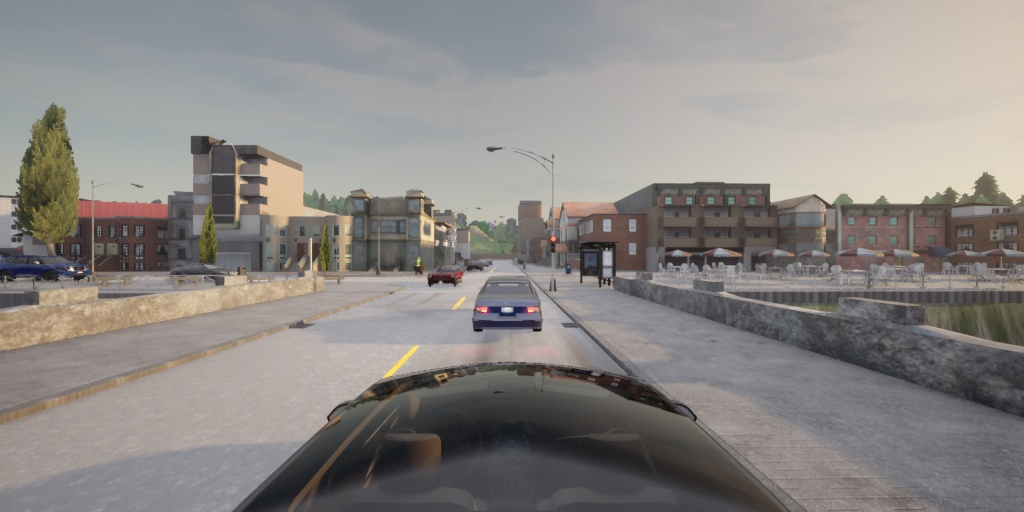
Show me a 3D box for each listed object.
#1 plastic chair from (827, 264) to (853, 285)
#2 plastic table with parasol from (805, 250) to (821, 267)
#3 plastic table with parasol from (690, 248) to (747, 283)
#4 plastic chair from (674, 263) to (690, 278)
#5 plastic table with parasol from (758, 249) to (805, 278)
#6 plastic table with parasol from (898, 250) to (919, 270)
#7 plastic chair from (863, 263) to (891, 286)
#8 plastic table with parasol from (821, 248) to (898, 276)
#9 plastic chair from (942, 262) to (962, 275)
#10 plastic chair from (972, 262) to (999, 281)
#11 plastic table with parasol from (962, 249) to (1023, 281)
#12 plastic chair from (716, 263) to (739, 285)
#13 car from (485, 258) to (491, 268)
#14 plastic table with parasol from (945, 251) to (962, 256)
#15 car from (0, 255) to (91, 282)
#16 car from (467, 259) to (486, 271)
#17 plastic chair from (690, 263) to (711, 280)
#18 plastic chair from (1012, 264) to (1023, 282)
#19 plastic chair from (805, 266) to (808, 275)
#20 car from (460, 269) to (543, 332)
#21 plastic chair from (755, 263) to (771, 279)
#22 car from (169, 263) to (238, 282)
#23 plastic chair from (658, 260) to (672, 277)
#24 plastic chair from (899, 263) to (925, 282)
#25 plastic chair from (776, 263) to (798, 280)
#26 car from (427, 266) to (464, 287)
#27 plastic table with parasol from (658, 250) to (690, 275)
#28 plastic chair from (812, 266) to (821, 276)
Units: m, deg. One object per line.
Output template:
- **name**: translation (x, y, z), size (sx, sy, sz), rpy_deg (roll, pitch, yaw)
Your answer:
- **plastic chair**: translation (22.209, 1.279, 24.318), size (0.730, 1.272, 0.750), rpy_deg (0, 0, -1)
- **plastic table with parasol**: translation (29.666, 0.675, 35.307), size (2.482, 2.480, 2.482), rpy_deg (0, 0, -1)
- **plastic table with parasol**: translation (14.759, 0.675, 25.560), size (2.482, 2.480, 2.482), rpy_deg (0, 0, -1)
- **plastic chair**: translation (15.285, 1.279, 32.109), size (0.750, 1.272, 0.730), rpy_deg (0, 0, -1)
- **plastic table with parasol**: translation (22.412, 0.675, 30.472), size (2.482, 2.480, 2.482), rpy_deg (0, 0, -1)
- **plastic table with parasol**: translation (30.058, 0.675, 28.222), size (2.482, 2.480, 2.482), rpy_deg (0, 0, -1)
- **plastic chair**: translation (23.331, 1.279, 22.935), size (0.750, 1.272, 0.730), rpy_deg (0, 0, -1)
- **plastic table with parasol**: translation (23.410, 0.675, 24.287), size (2.482, 2.480, 2.482), rpy_deg (0, 0, -1)
- **plastic chair**: translation (44.916, 1.279, 36.679), size (0.730, 1.272, 0.750), rpy_deg (0, 0, -1)
- **plastic chair**: translation (36.224, 1.279, 27.438), size (0.730, 1.272, 0.750), rpy_deg (0, 0, -1)
- **plastic table with parasol**: translation (37.353, 0.675, 27.368), size (2.482, 2.480, 2.482), rpy_deg (0, 0, -1)
- **plastic chair**: translation (14.609, 1.279, 24.297), size (0.750, 1.272, 0.730), rpy_deg (0, 0, -1)
- **car**: translation (-5.077, 1.275, 62.578), size (1.812, 1.442, 4.674), rpy_deg (0, 0, -1)
- **plastic table with parasol**: translation (46.118, 0.675, 36.578), size (2.482, 2.480, 2.482), rpy_deg (0, 0, -1)
- **car**: translation (-36.796, 0.973, 28.233), size (5.566, 2.045, 2.150), rpy_deg (0, 0, 0)
- **car**: translation (-4.864, 1.351, 47.648), size (1.895, 1.301, 4.718), rpy_deg (0, 0, -1)
- **plastic chair**: translation (13.487, 1.279, 25.680), size (0.730, 1.272, 0.750), rpy_deg (0, 0, -1)
- **plastic chair**: translation (37.384, 1.279, 26.058), size (0.750, 1.272, 0.730), rpy_deg (0, 0, -1)
- **plastic chair**: translation (28.236, 1.279, 35.315), size (0.730, 1.272, 0.750), rpy_deg (0, 0, -1)
- **car**: translation (-0.119, 1.297, 10.834), size (2.033, 1.411, 5.357), rpy_deg (0, 0, 0)
- **plastic chair**: translation (21.211, 1.279, 30.503), size (0.730, 1.272, 0.750), rpy_deg (0, 0, -1)
- **car**: translation (-24.344, 1.276, 28.442), size (4.674, 1.442, 1.812), rpy_deg (0, 0, -1)
- **plastic chair**: translation (14.163, 1.279, 33.491), size (0.730, 1.272, 0.750), rpy_deg (0, 0, -1)
- **plastic chair**: translation (30.069, 1.279, 26.942), size (0.750, 1.272, 0.730), rpy_deg (0, 0, -1)
- **plastic chair**: translation (22.333, 1.279, 29.120), size (0.750, 1.272, 0.730), rpy_deg (0, 0, -1)
- **car**: translation (-4.500, 1.351, 24.740), size (1.895, 1.301, 4.718), rpy_deg (0, 0, -1)
- **plastic table with parasol**: translation (15.385, 0.675, 33.391), size (2.482, 2.480, 2.482), rpy_deg (0, 0, -1)
- **plastic chair**: translation (29.358, 1.279, 33.932), size (0.750, 1.272, 0.730), rpy_deg (0, 0, -1)
